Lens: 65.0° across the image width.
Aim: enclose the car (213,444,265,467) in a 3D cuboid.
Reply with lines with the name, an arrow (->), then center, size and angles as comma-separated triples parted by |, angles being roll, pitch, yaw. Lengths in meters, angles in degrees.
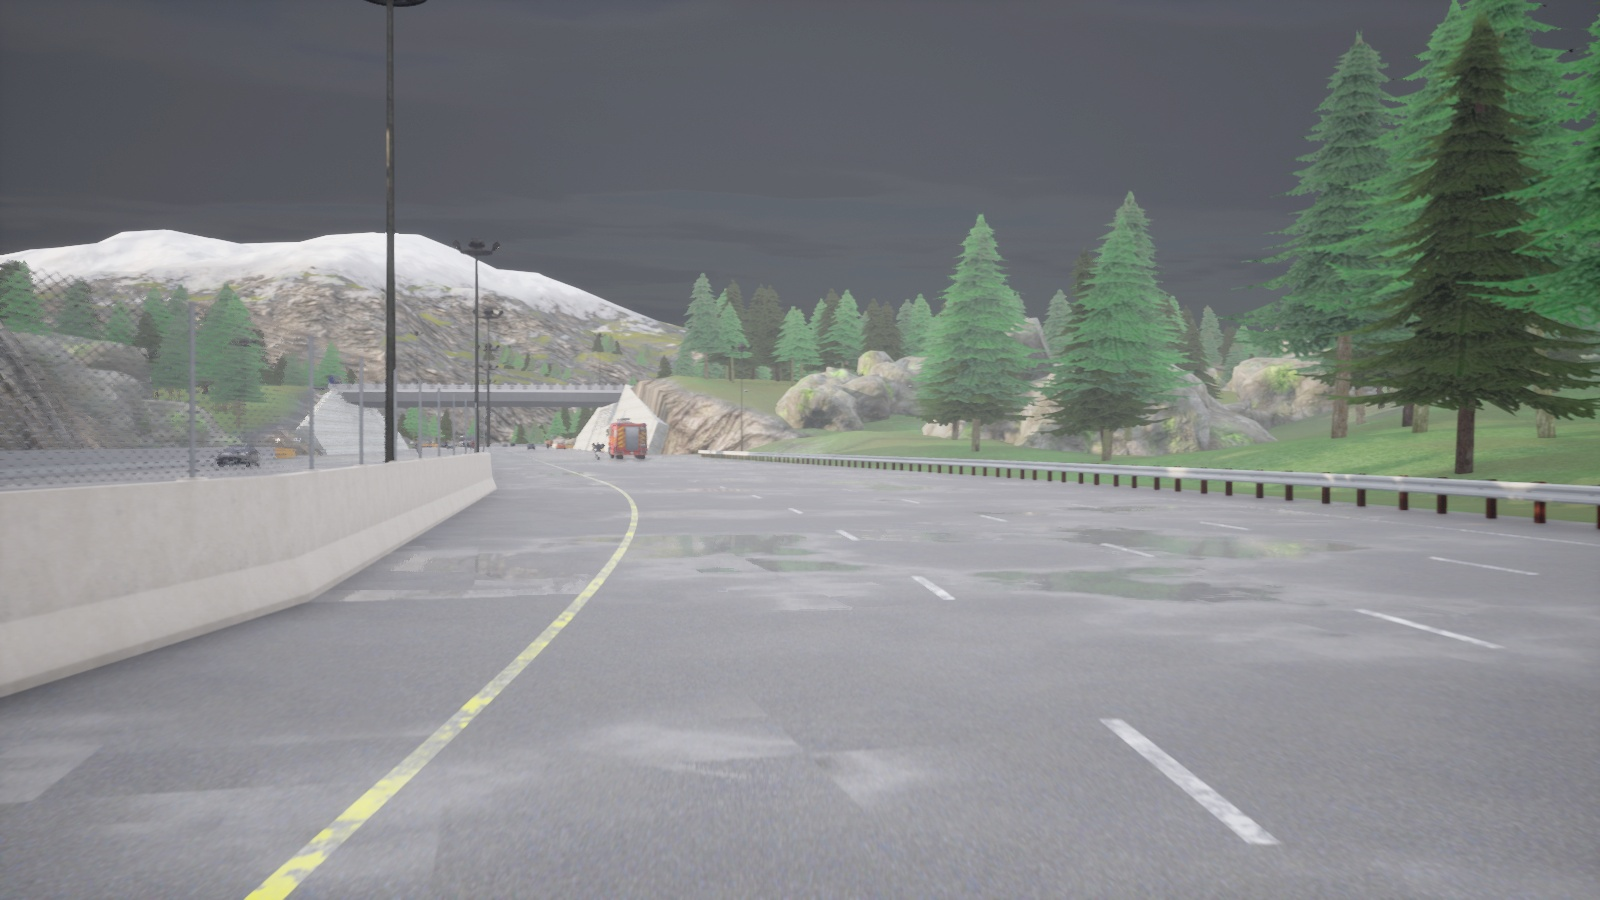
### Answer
car -> -34.957, 0.330, 78.363 | 2.033, 1.411, 5.357 | 0, 0, -14
